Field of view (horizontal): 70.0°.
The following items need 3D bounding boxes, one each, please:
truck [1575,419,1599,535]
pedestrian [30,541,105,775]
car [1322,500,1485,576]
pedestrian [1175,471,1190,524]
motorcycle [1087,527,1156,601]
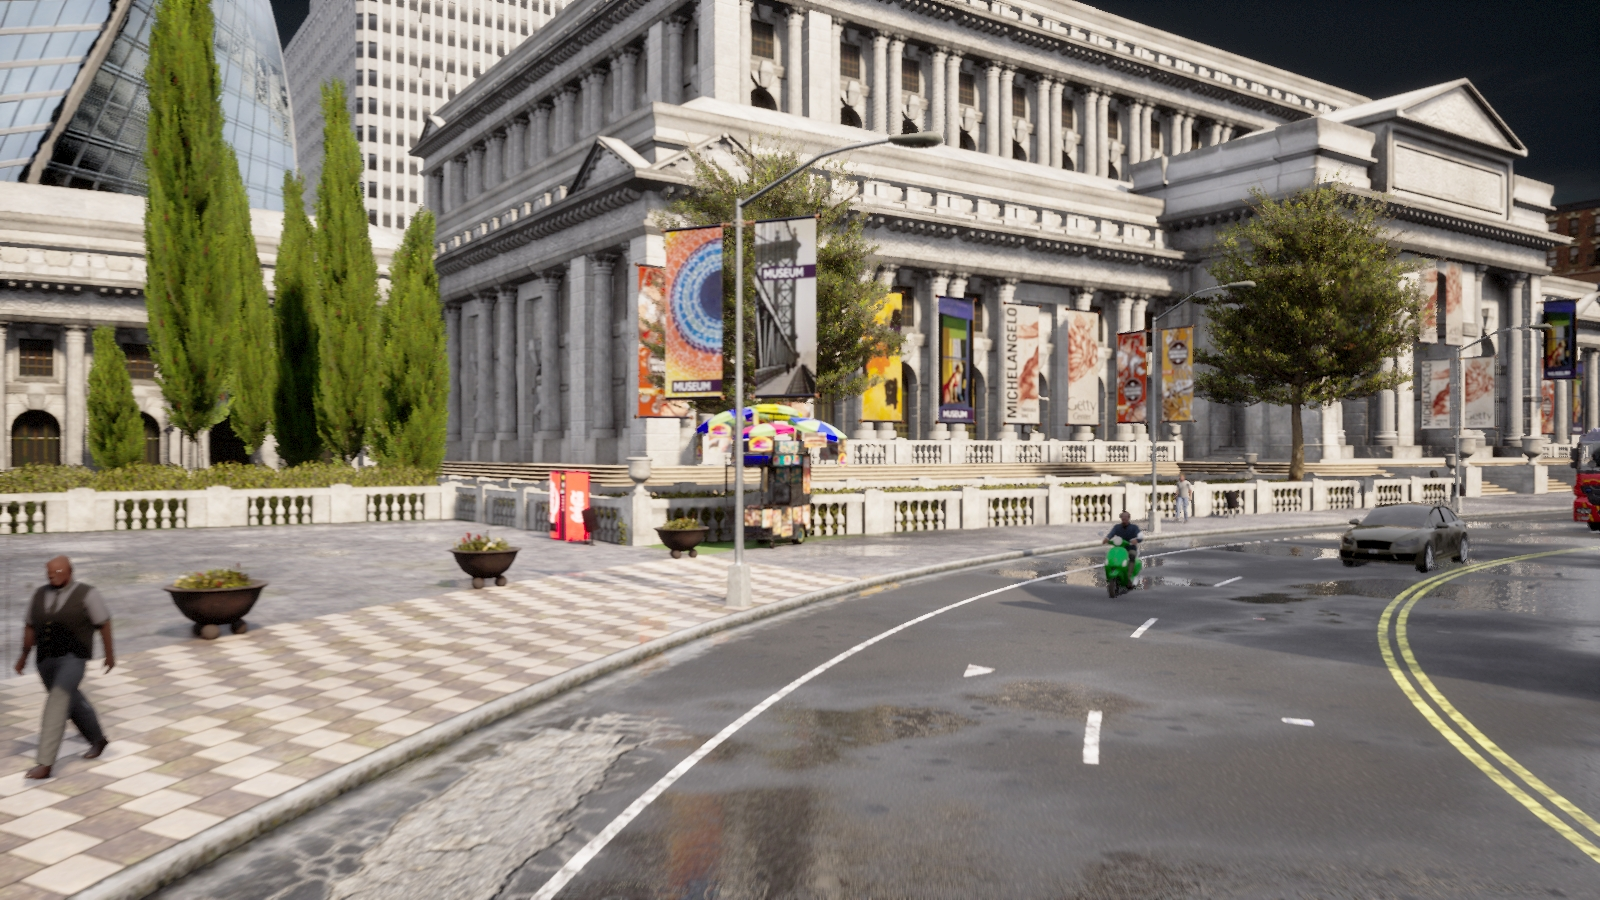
[{"bbox_3d":[30.472,0.897,39.777,8.468,3.827,2.891,0,0,-34],"label":"truck"},{"bbox_3d":[-6.034,1.696,9.416,0.375,1.860,0.375,0,0,2],"label":"pedestrian"},{"bbox_3d":[14.793,2.064,27.853,2.231,1.480,4.892,0,0,44],"label":"car"},{"bbox_3d":[13.766,1.699,41.116,0.375,1.860,0.375,0,0,41],"label":"pedestrian"},{"bbox_3d":[6.264,2.183,22.185,0.856,1.236,1.805,1,0,30],"label":"motorcycle"}]
